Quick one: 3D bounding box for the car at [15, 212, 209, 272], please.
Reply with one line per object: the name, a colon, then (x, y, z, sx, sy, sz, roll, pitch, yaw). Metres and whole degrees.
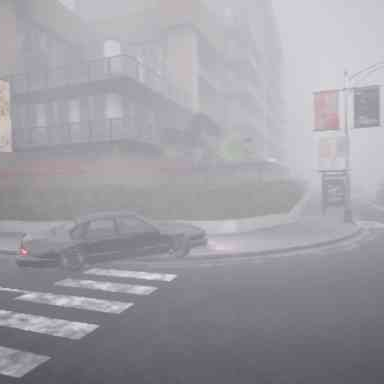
car: (-2.239, 1.320, 9.926, 5.357, 1.411, 2.033, -4, 4, -23)

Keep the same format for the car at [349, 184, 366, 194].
car: (27.044, -0.471, 54.699, 1.837, 1.490, 4.892, 0, 2, 13)

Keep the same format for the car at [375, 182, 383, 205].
car: (18.021, 0.159, 29.999, 2.150, 2.045, 5.566, -1, 3, 21)
